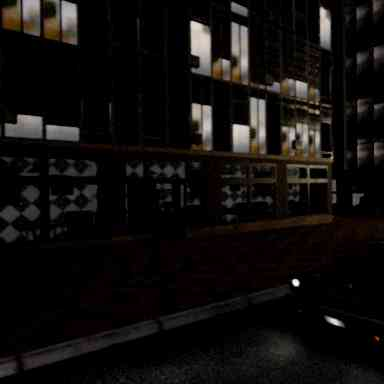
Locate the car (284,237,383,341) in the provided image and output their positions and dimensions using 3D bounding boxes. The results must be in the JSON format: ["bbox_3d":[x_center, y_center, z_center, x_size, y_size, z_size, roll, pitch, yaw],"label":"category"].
[{"bbox_3d":[3.864,1.558,6.123,4.718,1.301,1.895,0,0,-36],"label":"car"}]
